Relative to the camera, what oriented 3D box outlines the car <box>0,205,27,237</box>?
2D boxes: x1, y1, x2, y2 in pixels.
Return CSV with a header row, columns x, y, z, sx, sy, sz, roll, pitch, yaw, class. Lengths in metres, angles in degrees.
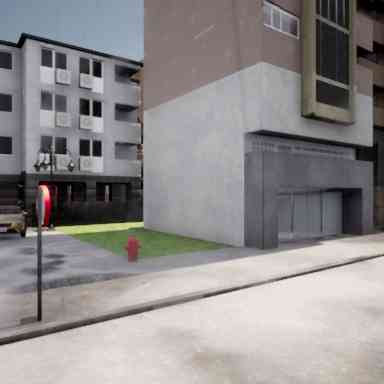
x,y,z,sx,sy,sz,roll,pitch,yaw,class
-9.314,1.416,16.801,1.816,1.474,4.193,0,0,-25,car
